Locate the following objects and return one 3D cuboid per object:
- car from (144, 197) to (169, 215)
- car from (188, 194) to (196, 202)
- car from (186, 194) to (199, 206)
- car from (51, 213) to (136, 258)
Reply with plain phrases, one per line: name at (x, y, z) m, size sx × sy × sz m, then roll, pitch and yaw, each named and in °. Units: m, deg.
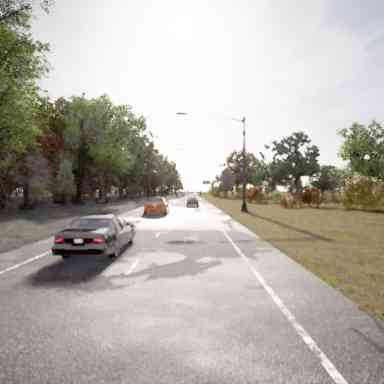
car at (-3.396, 1.248, 32.505) m, size 2.097 × 1.767 × 4.553 m, roll 0°, pitch 0°, yaw 0°
car at (0.012, 1.273, 72.950) m, size 1.837 × 1.490 × 4.892 m, roll 0°, pitch 0°, yaw 0°
car at (0.106, 1.389, 50.197) m, size 2.033 × 1.411 × 5.357 m, roll 0°, pitch 0°, yaw 0°
car at (-3.399, 1.507, 12.469) m, size 2.033 × 1.411 × 5.357 m, roll 0°, pitch 0°, yaw 0°
